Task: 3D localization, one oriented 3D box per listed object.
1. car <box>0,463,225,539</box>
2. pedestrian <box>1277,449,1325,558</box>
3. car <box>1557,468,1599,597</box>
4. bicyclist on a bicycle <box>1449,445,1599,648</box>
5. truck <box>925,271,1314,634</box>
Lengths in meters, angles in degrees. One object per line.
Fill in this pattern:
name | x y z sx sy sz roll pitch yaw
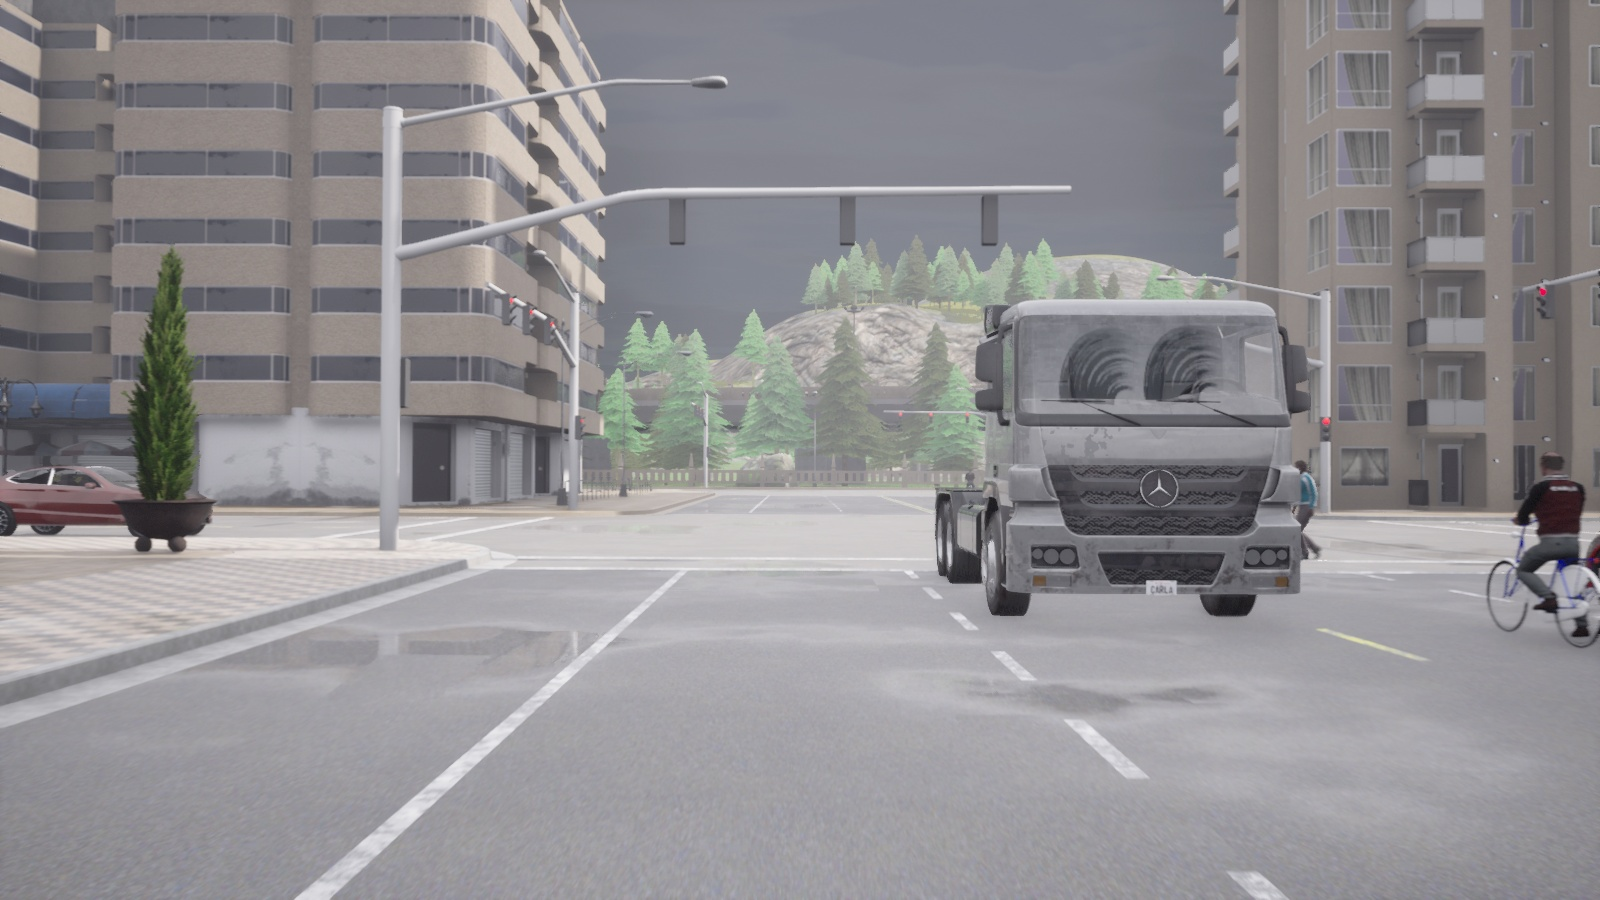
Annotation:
car | -16.080 1.136 28.557 5.027 1.651 2.152 0 -1 0
pedestrian | 8.903 0.946 22.346 0.692 1.930 0.396 0 -1 5
car | 10.469 0.944 13.419 2.007 1.525 4.514 0 -1 0
bicyclist on a bicycle | 6.972 0.857 11.908 0.659 1.776 1.843 0 -1 0
truck | 3.459 0.087 16.006 2.891 3.462 7.936 0 -1 0
